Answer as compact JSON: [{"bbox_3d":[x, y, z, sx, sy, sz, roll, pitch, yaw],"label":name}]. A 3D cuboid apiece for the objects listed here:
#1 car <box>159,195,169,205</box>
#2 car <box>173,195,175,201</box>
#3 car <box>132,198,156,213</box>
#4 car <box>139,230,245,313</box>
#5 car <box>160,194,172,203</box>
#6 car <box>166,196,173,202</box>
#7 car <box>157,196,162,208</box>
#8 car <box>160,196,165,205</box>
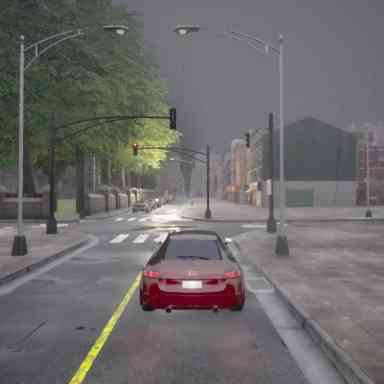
[{"bbox_3d":[-5.665,1.669,60.312,1.802,1.307,4.206,1,0,0],"label":"car"},{"bbox_3d":[-5.834,1.619,82.113,1.967,1.590,4.097,1,0,0],"label":"car"},{"bbox_3d":[-5.506,1.585,36.827,2.008,1.369,4.403,1,0,0],"label":"car"},{"bbox_3d":[0.021,1.568,7.744,1.994,1.385,4.181,0,0,1],"label":"car"},{"bbox_3d":[-5.702,1.421,65.763,2.192,1.841,5.009,1,0,0],"label":"car"},{"bbox_3d":[-5.878,1.732,87.393,1.752,1.417,4.829,1,0,0],"label":"car"},{"bbox_3d":[-5.535,1.597,43.963,2.008,1.369,4.403,1,0,0],"label":"car"},{"bbox_3d":[-5.578,1.623,49.413,1.947,1.339,4.313,1,0,0],"label":"car"}]
